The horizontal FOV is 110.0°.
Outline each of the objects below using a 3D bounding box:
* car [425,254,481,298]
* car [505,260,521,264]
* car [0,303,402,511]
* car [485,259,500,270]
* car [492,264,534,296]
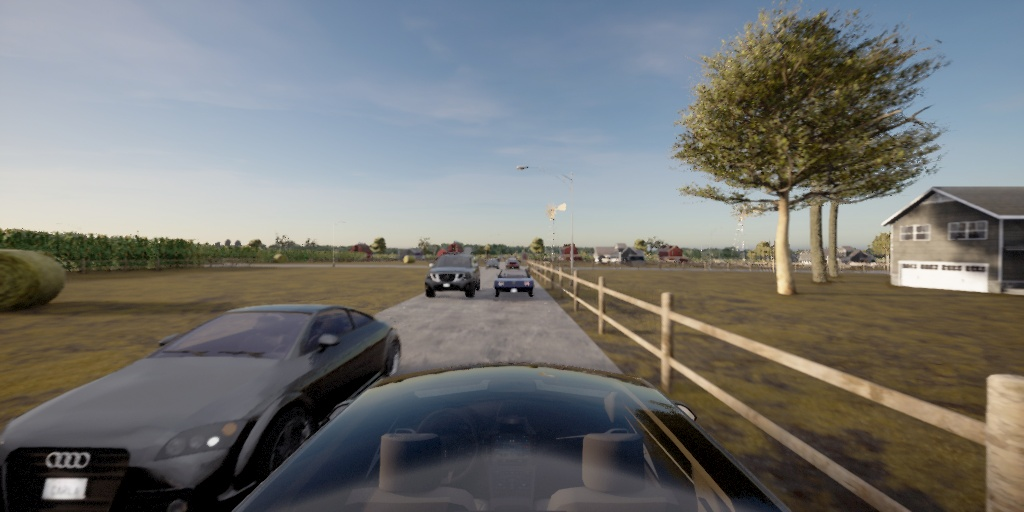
[{"bbox_3d":[-2.847,0.924,18.390,2.150,2.045,5.566,0,0,0],"label":"car"},{"bbox_3d":[0.079,1.209,46.739,1.837,1.490,4.892,0,0,0],"label":"car"},{"bbox_3d":[-2.840,1.305,4.295,1.994,1.385,4.181,0,0,1],"label":"car"},{"bbox_3d":[-2.770,1.238,51.963,1.837,1.490,4.892,0,-1,0],"label":"car"},{"bbox_3d":[0.094,1.301,18.760,1.895,1.301,4.718,0,0,0],"label":"car"}]
